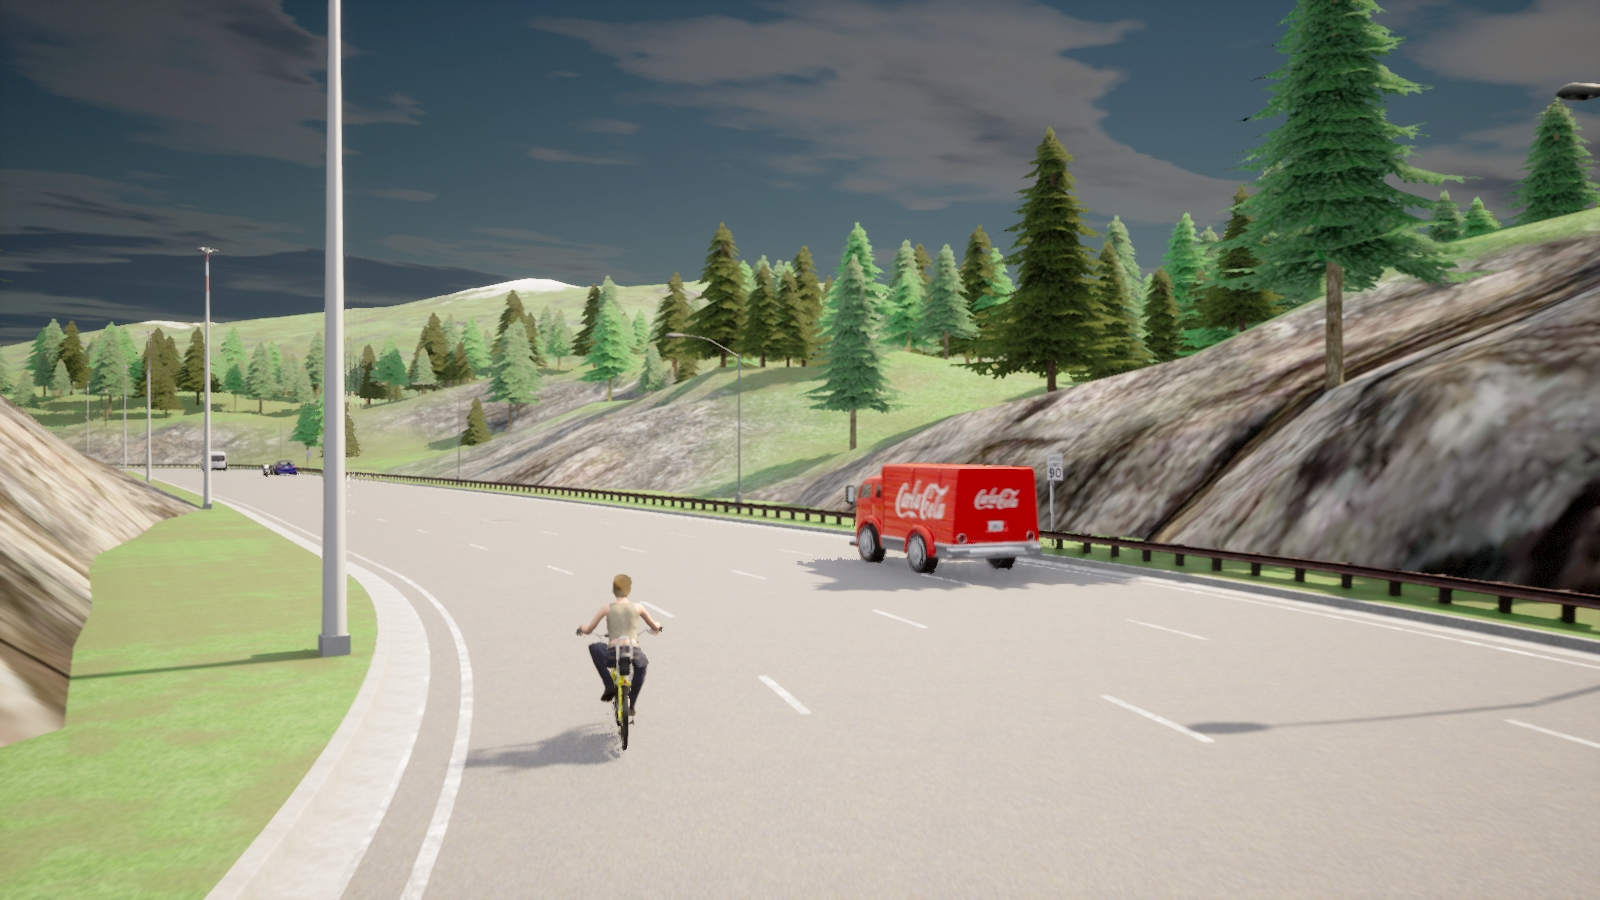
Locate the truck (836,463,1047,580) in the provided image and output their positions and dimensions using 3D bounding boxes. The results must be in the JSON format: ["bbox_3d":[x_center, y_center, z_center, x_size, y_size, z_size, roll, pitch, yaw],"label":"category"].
[{"bbox_3d":[3.237,1.563,27.445,2.627,2.467,5.204,0,0,-25],"label":"truck"}]

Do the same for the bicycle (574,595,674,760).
[{"bbox_3d":[-1.737,2.155,11.110,0.859,1.276,1.487,0,0,-13],"label":"bicycle"}]
